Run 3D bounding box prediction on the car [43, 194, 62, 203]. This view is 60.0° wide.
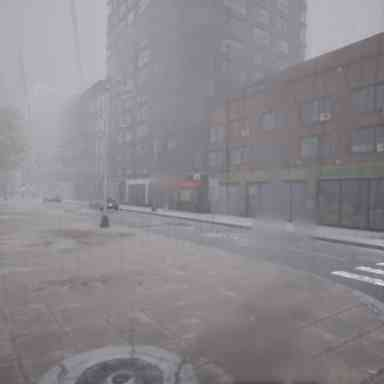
[{"bbox_3d":[-21.950,0.960,52.151,2.033,1.411,5.357,1,-1,-35],"label":"car"}]

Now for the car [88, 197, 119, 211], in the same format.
[{"bbox_3d":[-9.070,1.173,33.929,1.994,1.385,4.181,1,0,-35],"label":"car"}]
